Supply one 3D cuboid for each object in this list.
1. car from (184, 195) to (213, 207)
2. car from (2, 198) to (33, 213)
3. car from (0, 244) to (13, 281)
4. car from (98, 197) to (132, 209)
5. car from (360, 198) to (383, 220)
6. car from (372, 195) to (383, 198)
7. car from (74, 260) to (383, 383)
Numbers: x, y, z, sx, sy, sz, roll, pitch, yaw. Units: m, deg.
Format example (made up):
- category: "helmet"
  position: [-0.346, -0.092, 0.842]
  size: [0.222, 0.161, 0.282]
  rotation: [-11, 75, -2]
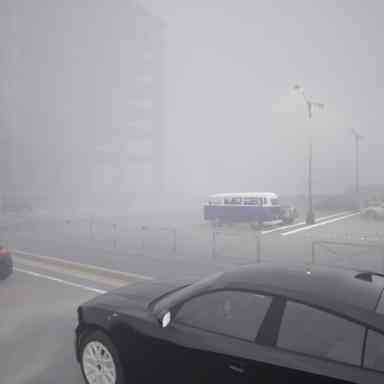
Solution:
- category: "car"
  position: [1.179, 1.505, 61.448]
  size: [2.033, 1.411, 5.357]
  rotation: [0, 0, 35]
- category: "car"
  position: [-18.776, 1.422, 33.578]
  size: [1.882, 1.535, 5.008]
  rotation: [0, 0, 36]
- category: "car"
  position: [-6.485, 1.564, 8.610]
  size: [4.181, 1.385, 1.994]
  rotation: [0, 0, 36]
- category: "car"
  position: [-10.458, 1.422, 45.260]
  size: [1.882, 1.535, 5.008]
  rotation: [0, 1, 35]
- category: "car"
  position: [14.701, 1.395, 24.750]
  size: [3.806, 1.475, 1.970]
  rotation: [0, 0, 36]
- category: "car"
  position: [17.926, 1.153, 29.302]
  size: [4.605, 1.855, 1.932]
  rotation: [0, 0, 36]
- category: "car"
  position: [0.836, 1.478, 3.399]
  size: [5.008, 1.535, 1.882]
  rotation: [0, 0, 36]
